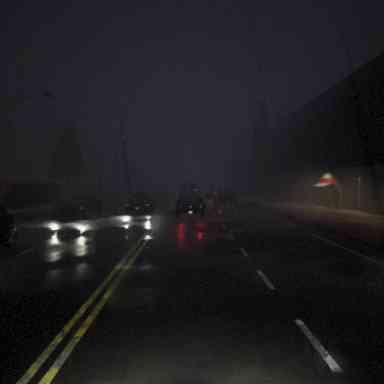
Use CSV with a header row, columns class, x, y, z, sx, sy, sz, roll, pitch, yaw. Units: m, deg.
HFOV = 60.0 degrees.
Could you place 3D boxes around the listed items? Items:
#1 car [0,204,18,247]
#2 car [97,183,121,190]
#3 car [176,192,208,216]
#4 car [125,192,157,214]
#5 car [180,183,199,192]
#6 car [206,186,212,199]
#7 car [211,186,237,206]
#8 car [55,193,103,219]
class,x,y,z,sx,sy,sz,roll,pitch,yaw
car,-7.184,1.057,9.834,2.097,1.767,4.553,0,2,-1
car,-22.378,-1.540,89.475,4.605,1.855,1.932,0,2,-1
car,-0.122,0.899,23.003,1.895,1.301,4.718,0,2,-1
car,-3.743,0.783,24.969,1.837,1.490,4.892,0,2,-1
car,-0.347,-0.108,43.578,2.150,2.045,5.566,0,1,1
car,3.081,-0.042,45.734,2.097,1.767,4.553,0,2,0
car,3.233,0.482,32.603,1.882,1.535,5.008,0,2,0
car,-7.300,0.818,21.856,1.882,1.535,5.008,0,2,0
